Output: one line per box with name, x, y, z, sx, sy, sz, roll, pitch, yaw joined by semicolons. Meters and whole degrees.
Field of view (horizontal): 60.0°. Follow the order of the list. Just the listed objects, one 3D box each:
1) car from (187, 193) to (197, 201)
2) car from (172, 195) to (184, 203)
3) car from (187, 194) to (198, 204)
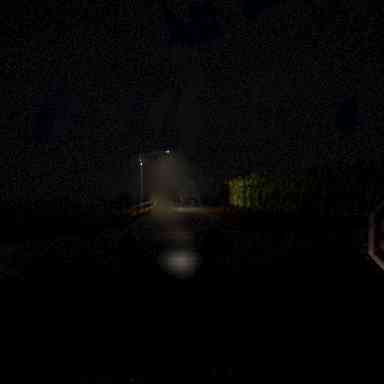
car;0.055;1.044;69.538;2.033;1.411;5.357;0;2;0
car;-2.700;1.313;63.719;1.837;1.490;4.892;0;1;0
car;0.047;1.400;59.128;1.837;1.490;4.892;0;1;0
